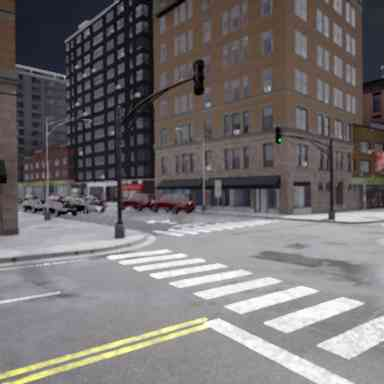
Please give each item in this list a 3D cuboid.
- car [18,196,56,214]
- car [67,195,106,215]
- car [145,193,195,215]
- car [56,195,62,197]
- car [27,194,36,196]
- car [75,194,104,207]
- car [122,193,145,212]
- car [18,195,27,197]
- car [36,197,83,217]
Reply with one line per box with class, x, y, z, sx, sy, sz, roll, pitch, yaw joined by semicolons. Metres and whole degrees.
car;-15.660;1.383;33.555;1.947;1.339;4.313;0;1;-44
car;-10.055;1.313;31.734;2.128;1.511;4.902;-1;1;-44
car;-1.873;1.106;31.600;2.192;1.841;5.009;0;1;-44
car;-17.228;1.197;47.401;1.802;1.307;4.206;0;1;-44
car;-28.743;1.058;59.251;1.802;1.307;4.206;0;1;-44
car;-13.389;1.100;43.451;1.967;1.590;4.097;0;1;-44
car;-5.712;1.063;35.550;2.192;1.841;5.009;0;1;-44
car;-26.055;1.159;48.302;1.812;1.442;4.674;-1;1;-44
car;-11.822;1.427;29.606;1.947;1.339;4.313;0;1;-44
